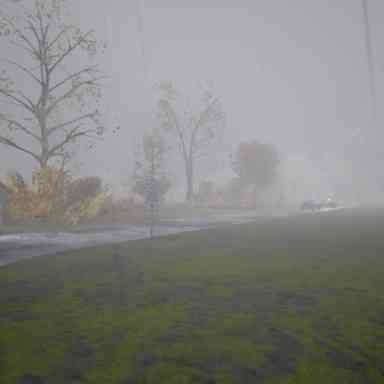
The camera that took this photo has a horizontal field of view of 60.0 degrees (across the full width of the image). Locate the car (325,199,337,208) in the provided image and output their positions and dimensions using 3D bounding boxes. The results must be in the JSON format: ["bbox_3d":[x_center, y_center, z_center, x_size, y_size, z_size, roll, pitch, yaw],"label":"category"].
[{"bbox_3d":[22.575,1.903,54.940,2.128,1.511,4.902,1,0,36],"label":"car"}]

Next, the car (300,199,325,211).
[{"bbox_3d":[16.694,1.851,46.726,1.837,1.490,4.892,1,0,36],"label":"car"}]
